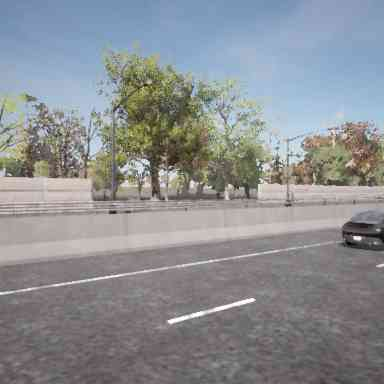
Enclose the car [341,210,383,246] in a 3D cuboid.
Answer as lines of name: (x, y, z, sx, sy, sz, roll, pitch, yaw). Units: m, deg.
car: (8.269, 1.516, 14.067, 4.892, 1.490, 1.837, 0, 0, -35)
